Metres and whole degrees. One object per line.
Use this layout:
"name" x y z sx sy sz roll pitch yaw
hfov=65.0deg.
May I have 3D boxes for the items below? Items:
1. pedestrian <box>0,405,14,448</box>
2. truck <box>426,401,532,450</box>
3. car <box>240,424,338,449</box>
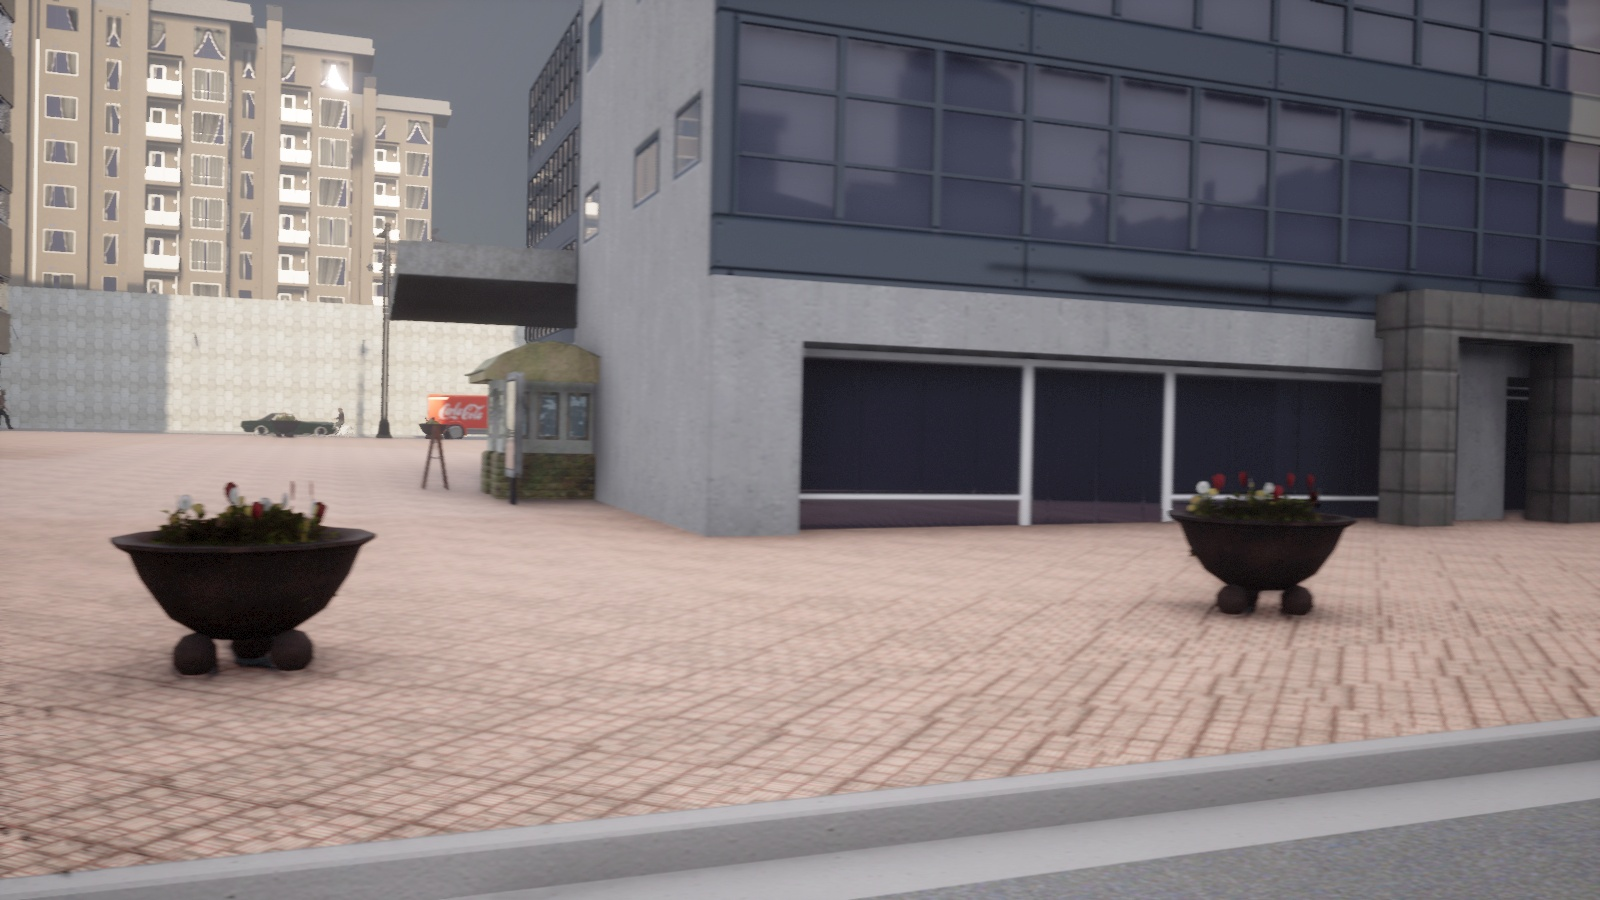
"pedestrian" -33.989 -1.003 53.649 0.634 1.846 0.331 0 1 -22
"truck" -16.956 -1.278 66.261 5.204 2.467 2.627 0 1 -19
"car" -26.969 -0.703 66.482 4.718 1.301 1.895 0 1 -19
